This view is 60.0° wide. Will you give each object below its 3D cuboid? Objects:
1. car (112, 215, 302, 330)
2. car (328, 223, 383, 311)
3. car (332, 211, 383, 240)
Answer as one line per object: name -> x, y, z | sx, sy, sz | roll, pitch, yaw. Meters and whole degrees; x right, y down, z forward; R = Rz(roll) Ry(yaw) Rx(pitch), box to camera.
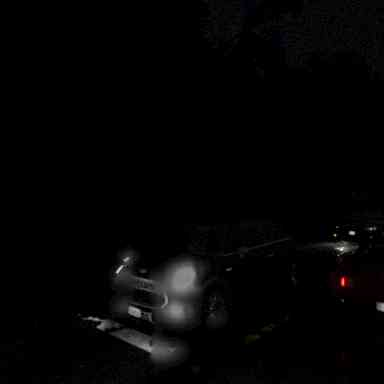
car -> 0.542, 1.391, 7.191 | 2.097, 1.767, 4.553 | -1, -1, 42
car -> 4.638, 1.593, 7.074 | 1.895, 1.301, 4.718 | -1, -1, 42
car -> 8.200, 1.584, 15.767 | 1.994, 1.385, 4.181 | -1, -1, 42
